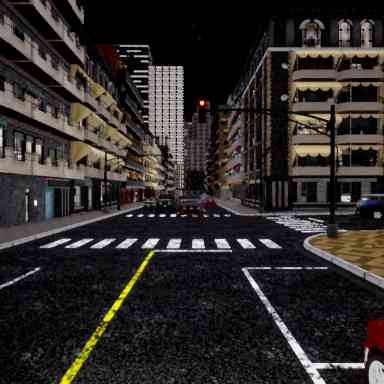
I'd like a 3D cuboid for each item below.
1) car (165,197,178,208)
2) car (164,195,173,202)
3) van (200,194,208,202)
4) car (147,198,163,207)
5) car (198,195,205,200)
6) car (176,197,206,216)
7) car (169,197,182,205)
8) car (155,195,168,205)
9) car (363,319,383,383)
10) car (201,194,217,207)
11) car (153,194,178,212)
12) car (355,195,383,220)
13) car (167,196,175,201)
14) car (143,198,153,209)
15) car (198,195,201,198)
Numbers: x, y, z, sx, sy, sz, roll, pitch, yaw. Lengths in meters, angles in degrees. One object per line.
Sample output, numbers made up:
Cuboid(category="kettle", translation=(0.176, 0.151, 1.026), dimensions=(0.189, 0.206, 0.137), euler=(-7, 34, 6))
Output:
Cuboid(category="car", translation=(-3.028, 1.539, 49.910), dimensions=(1.812, 1.442, 4.674), euler=(0, 0, 0))
Cuboid(category="car", translation=(-5.598, 1.562, 78.290), dimensions=(1.752, 1.417, 4.829), euler=(-1, 0, 0))
Cuboid(category="van", translation=(2.781, 1.378, 78.444), dimensions=(1.690, 1.788, 3.998), euler=(-1, 0, 0))
Cuboid(category="car", translation=(-5.633, 1.579, 50.820), dimensions=(1.947, 1.339, 4.313), euler=(0, 0, 0))
Cuboid(category="car", translation=(2.804, 1.601, 95.028), dimensions=(1.887, 1.381, 4.507), euler=(-1, 0, 0))
Cuboid(category="car", translation=(-0.216, 1.550, 32.907), dimensions=(2.033, 1.411, 5.357), euler=(0, 0, -5))
Cuboid(category="car", translation=(-2.991, 1.568, 60.544), dimensions=(2.033, 1.411, 5.357), euler=(0, 0, 1))
Cuboid(category="car", translation=(-5.620, 1.462, 61.876), dimensions=(1.967, 1.590, 4.097), euler=(-1, 0, 0))
Cuboid(category="car", translation=(2.684, 1.544, 1.805), dimensions=(1.887, 1.381, 4.507), euler=(0, 0, 0))
Cuboid(category="car", translation=(2.746, 1.454, 50.805), dimensions=(1.967, 1.590, 4.097), euler=(-1, 0, 0))
Cuboid(category="car", translation=(-3.049, 1.228, 40.077), dimensions=(2.150, 2.045, 5.566), euler=(0, 0, 0))
Cuboid(category="car", translation=(14.866, 1.206, 24.776), dimensions=(5.008, 1.535, 1.882), euler=(-2, 0, -1))
Cuboid(category="car", translation=(-5.583, 1.632, 89.516), dimensions=(1.802, 1.307, 4.206), euler=(-1, 0, 0))
Cuboid(category="car", translation=(-5.640, 1.560, 45.293), dimensions=(2.008, 1.369, 4.403), euler=(0, 0, 0))
Cuboid(category="car", translation=(2.769, 1.577, 67.388), dimensions=(2.008, 1.369, 4.403), euler=(-1, 0, 0))
